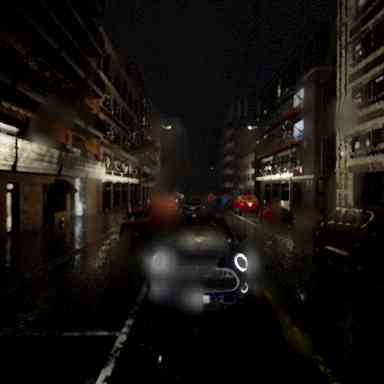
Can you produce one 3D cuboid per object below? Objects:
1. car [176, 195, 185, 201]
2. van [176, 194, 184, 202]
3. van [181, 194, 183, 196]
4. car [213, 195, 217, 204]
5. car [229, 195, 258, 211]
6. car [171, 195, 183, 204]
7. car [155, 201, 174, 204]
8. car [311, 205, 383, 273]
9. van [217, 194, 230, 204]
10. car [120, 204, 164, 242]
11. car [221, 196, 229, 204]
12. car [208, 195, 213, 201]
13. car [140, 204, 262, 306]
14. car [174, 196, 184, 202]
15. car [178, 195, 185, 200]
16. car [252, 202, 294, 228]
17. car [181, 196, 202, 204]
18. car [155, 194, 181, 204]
[{"bbox_3d":[-2.885,1.508,84.154,1.947,1.339,4.313,-1,0,0],"label":"car"},{"bbox_3d":[-2.844,1.287,78.503,1.690,1.788,3.998,-1,0,0],"label":"van"},{"bbox_3d":[-2.626,1.305,50.247,1.690,1.788,3.998,-1,0,0],"label":"van"},{"bbox_3d":[5.210,1.276,55.947,2.192,1.841,5.009,-1,0,0],"label":"car"},{"bbox_3d":[5.385,1.291,33.290,2.192,1.841,5.009,-1,0,0],"label":"car"},{"bbox_3d":[-2.712,1.397,61.549,1.967,1.590,4.097,-1,0,0],"label":"car"},{"bbox_3d":[-2.405,1.528,21.992,1.887,1.381,4.507,-1,0,0],"label":"car"},{"bbox_3d":[5.561,1.307,10.634,2.192,1.841,5.009,-1,0,0],"label":"car"},{"bbox_3d":[5.254,1.306,50.283,1.690,1.788,3.998,-1,0,0],"label":"van"},{"bbox_3d":[-2.361,1.532,16.340,1.887,1.381,4.507,-1,0,0],"label":"car"},{"bbox_3d":[5.301,1.551,44.619,1.802,1.307,4.206,-1,0,0],"label":"car"},{"bbox_3d":[4.993,1.383,84.269,1.967,1.590,4.097,-1,0,0],"label":"car"},{"bbox_3d":[0.182,1.345,8.252,2.097,1.767,4.553,0,0,0],"label":"car"},{"bbox_3d":[-2.798,1.500,72.852,2.008,1.369,4.403,-1,0,0],"label":"car"},{"bbox_3d":[-2.972,1.460,95.287,1.752,1.417,4.829,-1,0,0],"label":"car"},{"bbox_3d":[5.477,1.566,21.962,1.802,1.307,4.206,-1,0,0],"label":"car"},{"bbox_3d":[0.048,1.450,37.871,1.882,1.535,5.008,0,0,0],"label":"car"},{"bbox_3d":[-2.495,1.290,33.293,2.192,1.841,5.009,-1,0,0],"label":"car"}]
